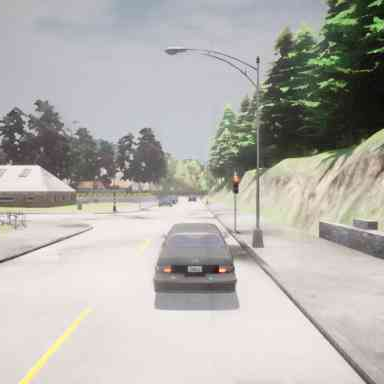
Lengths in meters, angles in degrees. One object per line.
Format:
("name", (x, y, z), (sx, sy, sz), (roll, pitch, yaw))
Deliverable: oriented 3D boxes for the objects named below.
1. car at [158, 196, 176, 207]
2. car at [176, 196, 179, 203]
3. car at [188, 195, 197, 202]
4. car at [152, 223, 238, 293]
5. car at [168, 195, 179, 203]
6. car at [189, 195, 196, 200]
("car", (-4.015, 1.564, 51.098), (1.994, 1.385, 4.181), (0, 0, 0))
("car", (-3.970, 1.477, 61.101), (1.882, 1.535, 5.008), (0, 0, 1))
("car", (0.119, 1.515, 75.728), (2.128, 1.511, 4.902), (0, 0, 0))
("car", (0.073, 1.547, 8.975), (2.033, 1.411, 5.357), (0, 0, 0))
("car", (-3.888, 1.525, 71.193), (2.128, 1.511, 4.902), (0, 0, 0))
("car", (0.135, 1.407, 86.088), (1.812, 1.442, 4.674), (0, 0, 0))
